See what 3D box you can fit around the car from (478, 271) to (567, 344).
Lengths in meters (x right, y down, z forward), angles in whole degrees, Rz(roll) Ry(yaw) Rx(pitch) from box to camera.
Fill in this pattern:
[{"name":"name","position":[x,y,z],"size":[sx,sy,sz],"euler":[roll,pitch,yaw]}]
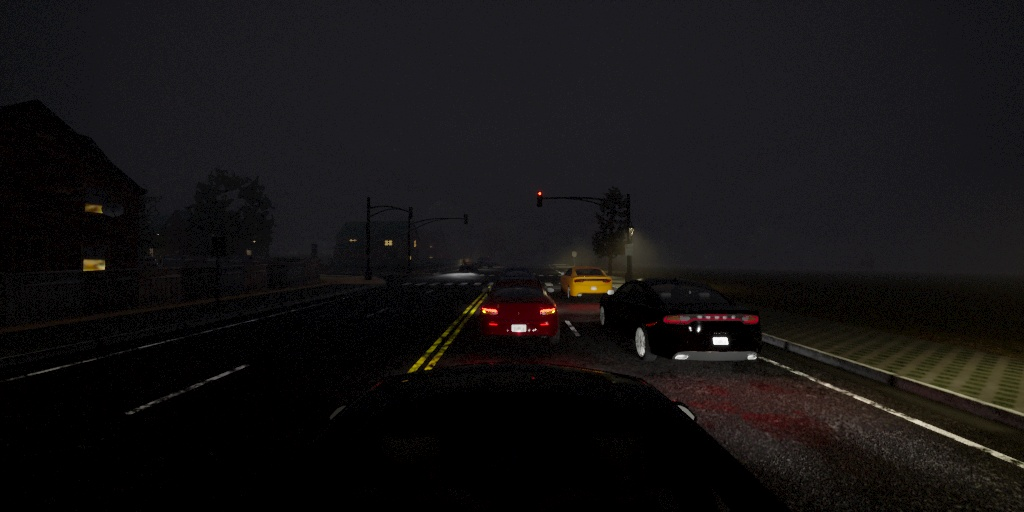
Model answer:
[{"name":"car","position":[0.162,1.280,9.465],"size":[1.812,1.442,4.674],"euler":[0,0,1]}]

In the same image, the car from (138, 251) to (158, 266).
[{"name":"car","position":[-40.928,0.332,38.480],"size":[5.566,2.045,2.150],"euler":[1,-1,16]}]

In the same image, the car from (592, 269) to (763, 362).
[{"name":"car","position":[3.402,1.231,8.291],"size":[1.882,1.535,5.008],"euler":[0,0,0]}]

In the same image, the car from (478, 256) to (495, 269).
[{"name":"car","position":[-4.643,1.077,59.790],"size":[2.150,2.045,5.566],"euler":[0,0,4]}]

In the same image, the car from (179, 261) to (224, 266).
[{"name":"car","position":[-30.849,0.875,35.666],"size":[4.718,1.301,1.895],"euler":[1,-1,16]}]

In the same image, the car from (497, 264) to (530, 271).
[{"name":"car","position":[0.281,1.289,18.572],"size":[1.812,1.442,4.674],"euler":[0,0,0]}]

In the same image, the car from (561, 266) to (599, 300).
[{"name":"car","position":[3.532,1.239,17.759],"size":[1.882,1.535,5.008],"euler":[0,0,1]}]

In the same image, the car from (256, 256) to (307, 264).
[{"name":"car","position":[-21.062,0.910,32.952],"size":[5.008,1.535,1.882],"euler":[1,-1,16]}]

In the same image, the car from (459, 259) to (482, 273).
[{"name":"car","position":[-5.468,1.418,45.605],"size":[1.895,1.301,4.718],"euler":[0,0,3]}]
